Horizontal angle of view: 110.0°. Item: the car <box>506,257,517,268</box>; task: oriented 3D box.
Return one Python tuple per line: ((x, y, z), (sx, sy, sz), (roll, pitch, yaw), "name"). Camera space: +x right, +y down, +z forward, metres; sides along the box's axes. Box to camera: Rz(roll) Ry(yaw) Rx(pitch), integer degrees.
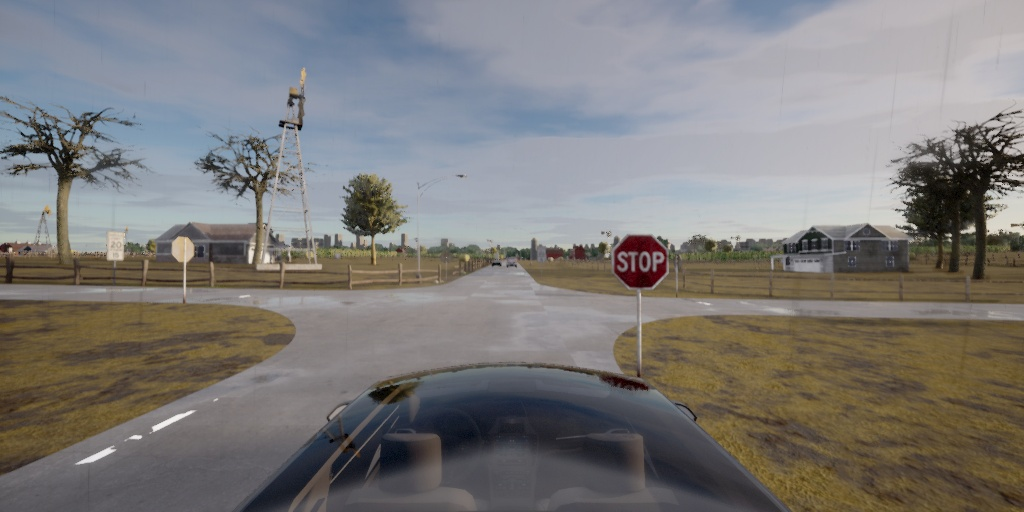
((-0.035, 1.301, 61.463), (2.033, 1.411, 5.357), (0, 0, 0), "car")
